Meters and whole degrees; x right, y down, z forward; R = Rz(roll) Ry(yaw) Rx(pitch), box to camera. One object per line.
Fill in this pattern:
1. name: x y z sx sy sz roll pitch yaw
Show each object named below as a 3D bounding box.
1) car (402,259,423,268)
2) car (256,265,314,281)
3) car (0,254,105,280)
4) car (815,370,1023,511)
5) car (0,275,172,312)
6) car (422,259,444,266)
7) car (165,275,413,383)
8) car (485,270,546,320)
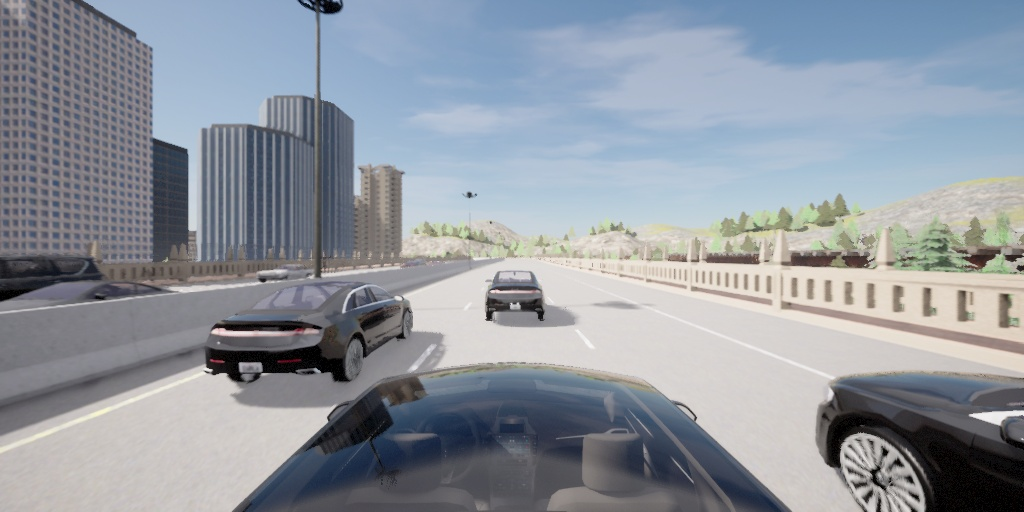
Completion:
1. car: -14.094 1.312 51.050 1.994 1.385 4.181 0 0 0
2. car: -17.609 1.350 28.120 1.895 1.301 4.718 0 0 0
3. car: -14.103 0.971 9.233 2.150 2.045 5.566 0 0 0
4. car: 3.594 1.242 1.159 2.128 1.511 4.902 0 0 0
5. car: -10.602 1.313 8.898 1.994 1.385 4.181 0 0 0
6. car: -10.596 1.350 49.895 1.895 1.301 4.718 0 0 0
7. car: -3.404 1.241 7.094 2.128 1.511 4.902 0 0 0
8. car: 0.095 1.241 12.601 2.128 1.511 4.902 0 0 0
